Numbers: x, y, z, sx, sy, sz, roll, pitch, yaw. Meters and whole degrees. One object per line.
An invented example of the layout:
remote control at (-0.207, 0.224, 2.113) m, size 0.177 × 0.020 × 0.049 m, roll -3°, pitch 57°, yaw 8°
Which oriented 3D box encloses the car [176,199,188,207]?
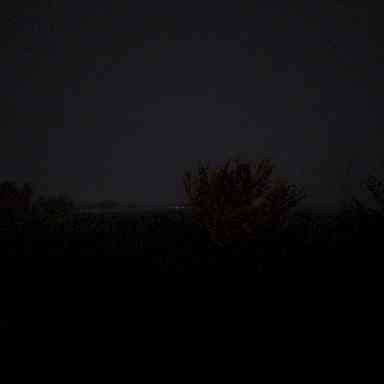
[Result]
car at (-0.570, 2.064, 61.015) m, size 1.812 × 1.442 × 4.674 m, roll -1°, pitch -1°, yaw 36°

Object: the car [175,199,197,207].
car at (-1.193, 2.174, 66.194) m, size 1.812 × 1.442 × 4.674 m, roll -1°, pitch -1°, yaw 36°

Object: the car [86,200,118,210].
car at (-13.357, 1.894, 49.555) m, size 1.882 × 1.535 × 5.008 m, roll -1°, pitch -1°, yaw 36°
